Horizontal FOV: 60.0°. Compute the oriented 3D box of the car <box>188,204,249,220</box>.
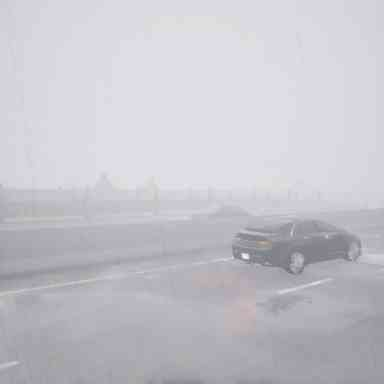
[{"bbox_3d":[1.937,1.526,22.565,4.674,1.442,1.812,0,0,-35],"label":"car"}]

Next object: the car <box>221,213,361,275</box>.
[{"bbox_3d":[3.431,1.505,10.492,4.892,1.490,1.837,0,0,-36],"label":"car"}]
